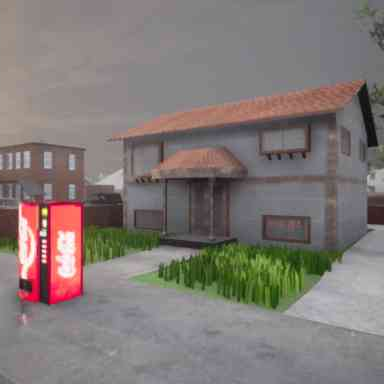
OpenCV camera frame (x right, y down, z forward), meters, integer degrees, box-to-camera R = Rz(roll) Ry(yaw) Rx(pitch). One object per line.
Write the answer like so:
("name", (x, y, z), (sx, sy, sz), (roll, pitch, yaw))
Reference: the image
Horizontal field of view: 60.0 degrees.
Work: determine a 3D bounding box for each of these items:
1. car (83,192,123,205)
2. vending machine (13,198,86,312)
("car", (-6.422, 0.973, 23.158), (3.866, 1.878, 1.905), (0, 0, 35))
("vending machine", (-2.939, 1.195, 6.924), (0.880, 2.100, 1.100), (0, 0, 35))
